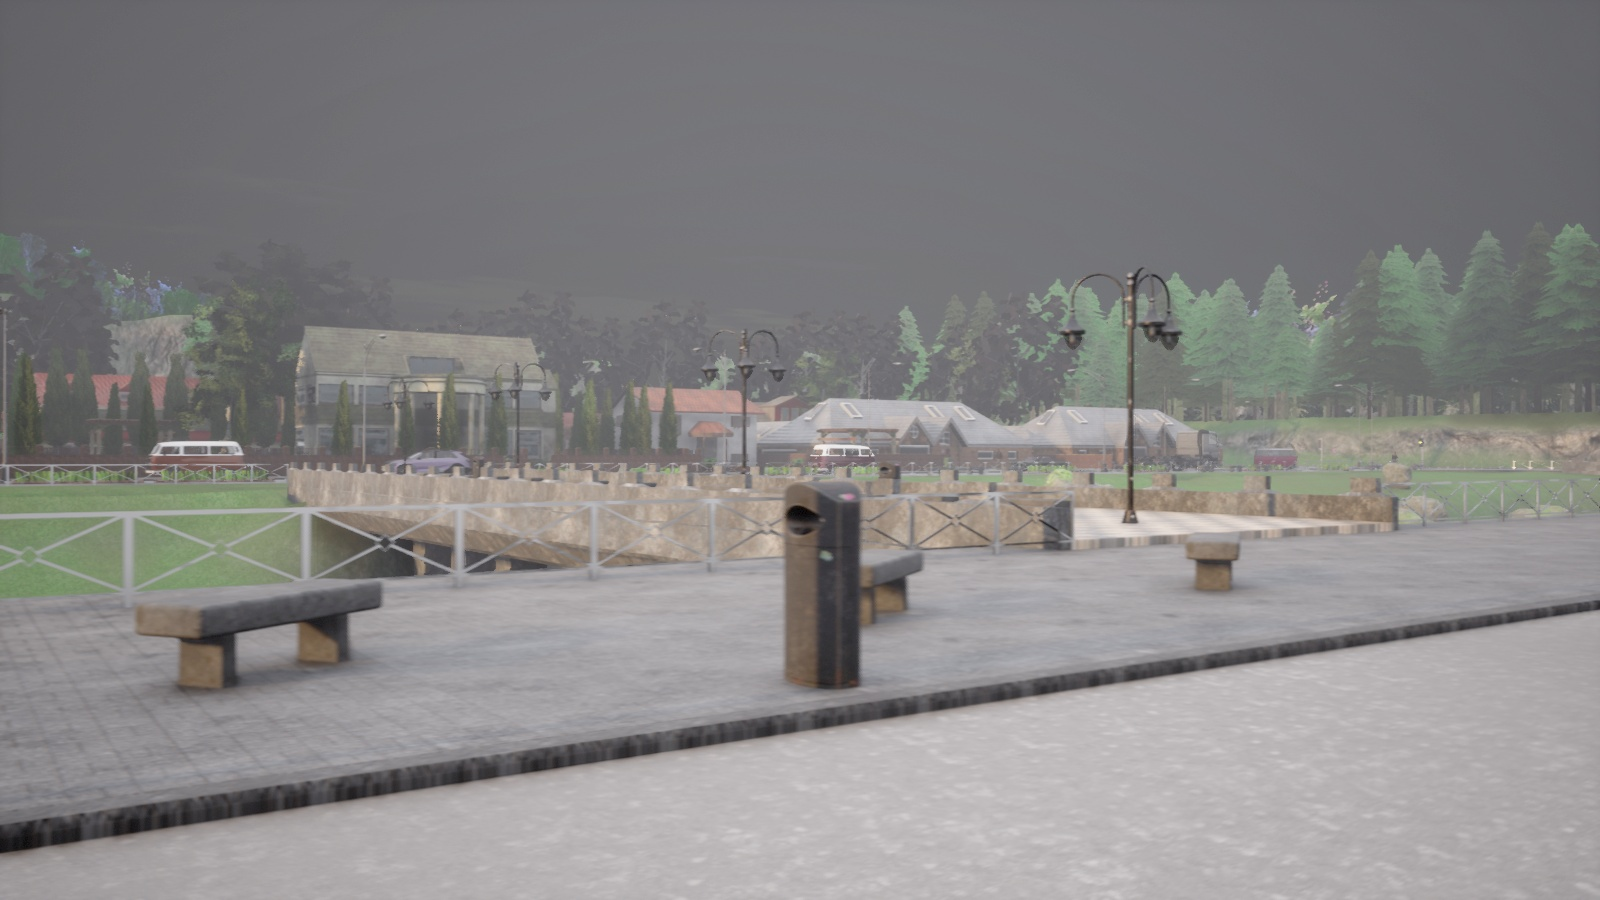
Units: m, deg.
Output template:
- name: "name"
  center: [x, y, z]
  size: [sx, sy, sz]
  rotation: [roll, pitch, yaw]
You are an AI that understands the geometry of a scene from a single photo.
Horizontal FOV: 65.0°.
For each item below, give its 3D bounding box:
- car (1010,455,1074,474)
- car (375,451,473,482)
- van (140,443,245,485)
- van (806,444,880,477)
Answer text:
- name: "car"
  center: [17.695, 1.033, 91.723]
  size: [4.718, 1.301, 1.895]
  rotation: [0, 0, -35]
- name: "car"
  center: [-20.870, 0.890, 69.768]
  size: [4.856, 1.649, 2.033]
  rotation: [0, 0, -35]
- name: "van"
  center: [-30.510, 0.687, 63.061]
  size: [4.480, 2.038, 2.069]
  rotation: [0, 0, -35]
- name: "van"
  center: [2.788, 0.662, 81.354]
  size: [4.480, 2.038, 2.069]
  rotation: [0, 0, -35]
